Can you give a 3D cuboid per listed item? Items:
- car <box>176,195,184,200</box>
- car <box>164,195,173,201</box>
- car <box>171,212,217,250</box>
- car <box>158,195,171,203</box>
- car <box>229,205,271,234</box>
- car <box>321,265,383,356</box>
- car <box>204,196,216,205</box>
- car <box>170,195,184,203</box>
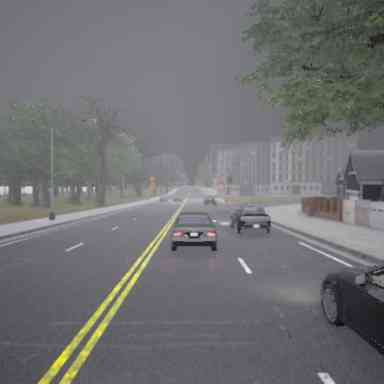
[{"bbox_3d":[-3.261,1.480,91.242,1.837,1.490,4.892,0,1,0],"label":"car"},{"bbox_3d":[-6.511,1.506,91.242,2.128,1.511,4.902,0,1,0],"label":"car"},{"bbox_3d":[0.084,1.586,14.482,2.033,1.411,5.357,0,0,0],"label":"car"},{"bbox_3d":[-6.509,1.594,75.415,1.837,1.490,4.892,0,0,0],"label":"car"},{"bbox_3d":[3.341,1.543,19.653,2.128,1.511,4.902,0,0,0],"label":"car"},{"bbox_3d":[3.234,1.537,4.109,1.812,1.442,4.674,0,0,0],"label":"car"},{"bbox_3d":[3.241,1.479,61.649,2.097,1.767,4.553,0,0,0],"label":"car"},{"bbox_3d":[-3.259,1.690,75.386,1.895,1.301,4.718,0,0,0],"label":"car"}]
